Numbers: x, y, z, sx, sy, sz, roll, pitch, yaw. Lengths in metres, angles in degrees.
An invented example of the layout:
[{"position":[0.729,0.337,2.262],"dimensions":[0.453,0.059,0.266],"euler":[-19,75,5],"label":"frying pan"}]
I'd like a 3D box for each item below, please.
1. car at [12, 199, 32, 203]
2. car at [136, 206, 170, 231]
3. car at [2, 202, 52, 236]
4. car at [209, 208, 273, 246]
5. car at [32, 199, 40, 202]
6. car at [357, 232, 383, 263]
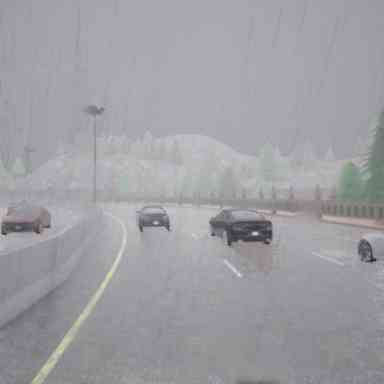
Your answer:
[{"position":[-19.658,1.730,37.762],"dimensions":[2.128,1.511,4.902],"euler":[0,0,-26],"label":"car"},{"position":[-2.521,1.582,21.053],"dimensions":[1.812,1.442,4.674],"euler":[0,0,-12],"label":"car"},{"position":[-9.536,1.571,19.523],"dimensions":[1.882,1.535,5.008],"euler":[0,0,-14],"label":"car"},{"position":[2.104,1.494,15.556],"dimensions":[1.882,1.535,5.008],"euler":[0,0,-9],"label":"car"},{"position":[-26.891,1.898,55.990],"dimensions":[1.837,1.490,4.892],"euler":[0,-1,-37],"label":"car"},{"position":[6.478,1.508,9.006],"dimensions":[1.812,1.442,4.674],"euler":[0,0,-5],"label":"car"}]
